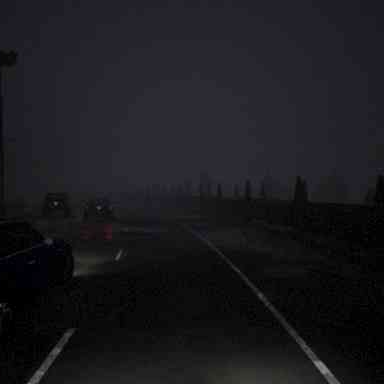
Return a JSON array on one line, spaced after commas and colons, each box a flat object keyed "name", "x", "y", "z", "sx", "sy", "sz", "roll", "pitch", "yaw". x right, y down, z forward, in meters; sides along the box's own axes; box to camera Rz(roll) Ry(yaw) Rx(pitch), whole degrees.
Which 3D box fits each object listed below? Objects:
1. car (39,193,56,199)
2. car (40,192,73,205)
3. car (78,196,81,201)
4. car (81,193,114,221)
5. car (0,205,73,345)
[{"name": "car", "x": -33.319, "y": 0.895, "z": 76.760, "sx": 4.674, "sy": 1.442, "sz": 1.812, "roll": 0, "pitch": 1, "yaw": 42}, {"name": "car", "x": -11.894, "y": 1.035, "z": 29.597, "sx": 2.150, "sy": 2.045, "sz": 5.566, "roll": 0, "pitch": 0, "yaw": -18}, {"name": "car", "x": -20.383, "y": 1.042, "z": 63.793, "sx": 1.801, "sy": 1.575, "sz": 5.366, "roll": 0, "pitch": 1, "yaw": -37}, {"name": "car", "x": -7.224, "y": 1.181, "z": 25.902, "sx": 2.097, "sy": 1.767, "sz": 4.553, "roll": 0, "pitch": 0, "yaw": -15}, {"name": "car", "x": -3.868, "y": 1.314, "z": 6.368, "sx": 2.097, "sy": 1.767, "sz": 4.553, "roll": 0, "pitch": 0, "yaw": -4}]
